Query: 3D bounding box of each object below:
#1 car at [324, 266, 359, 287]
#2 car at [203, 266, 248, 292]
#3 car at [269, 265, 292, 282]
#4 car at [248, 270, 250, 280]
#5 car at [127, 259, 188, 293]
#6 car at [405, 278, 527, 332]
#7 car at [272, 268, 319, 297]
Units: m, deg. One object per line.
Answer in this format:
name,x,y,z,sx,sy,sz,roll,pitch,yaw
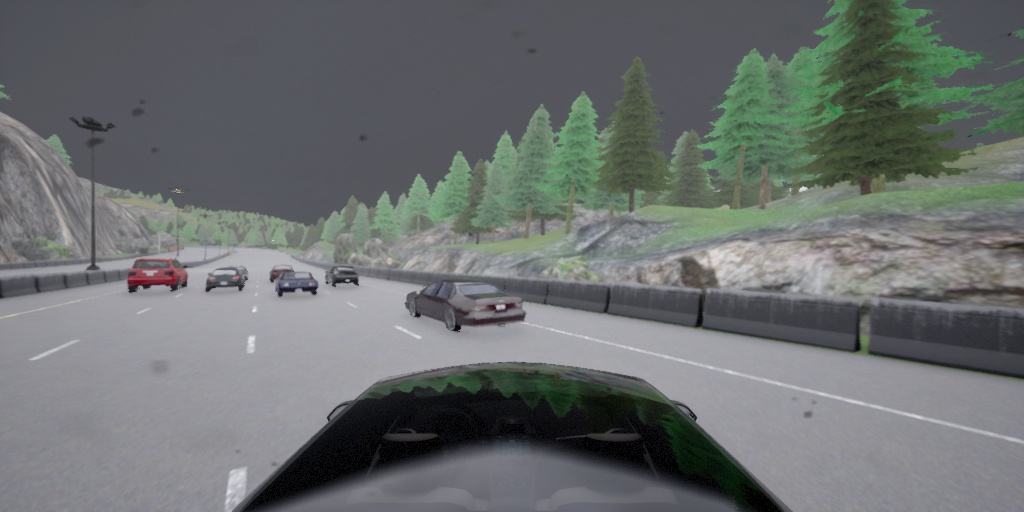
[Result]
car,-13.312,1.556,27.997,1.837,1.490,4.892,1,-1,-35
car,-18.823,1.513,23.667,1.812,1.442,4.674,1,-1,-35
car,-21.401,1.581,33.429,1.882,1.535,5.008,1,-1,-35
car,-25.943,1.646,33.805,2.033,1.411,5.357,1,-1,-35
car,-22.813,1.198,23.271,2.150,2.045,5.566,1,-1,-35
car,-1.735,1.416,11.500,2.033,1.411,5.357,1,-1,-35
car,-12.614,1.566,20.908,1.895,1.301,4.718,1,-1,-35
